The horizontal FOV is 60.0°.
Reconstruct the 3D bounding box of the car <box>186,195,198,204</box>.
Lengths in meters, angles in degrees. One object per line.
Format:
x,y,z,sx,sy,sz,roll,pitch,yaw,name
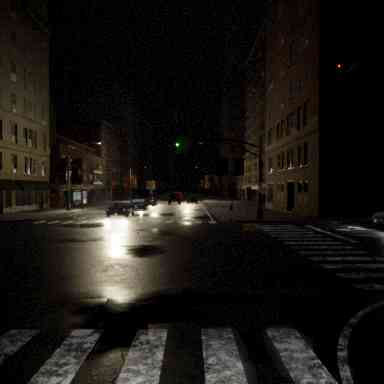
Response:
0.064,1.474,61.159,1.837,1.490,4.892,0,0,0,car

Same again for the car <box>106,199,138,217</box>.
-6.563,1.584,30.892,1.895,1.301,4.718,0,0,0,car

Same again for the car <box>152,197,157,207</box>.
-6.540,1.519,51.626,2.033,1.411,5.357,0,0,0,car

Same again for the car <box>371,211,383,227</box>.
12.992,1.383,19.333,4.674,1.442,1.812,0,1,0,car

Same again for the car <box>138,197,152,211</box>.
-6.546,1.541,40.819,1.994,1.385,4.181,0,0,0,car

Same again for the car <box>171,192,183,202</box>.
-3.175,1.083,71.613,2.150,2.045,5.566,0,0,0,car

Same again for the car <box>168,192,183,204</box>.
-3.186,1.190,61.192,2.150,2.045,5.566,0,0,0,car

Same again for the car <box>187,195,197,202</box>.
0.075,1.398,71.579,2.033,1.411,5.357,0,0,0,car
